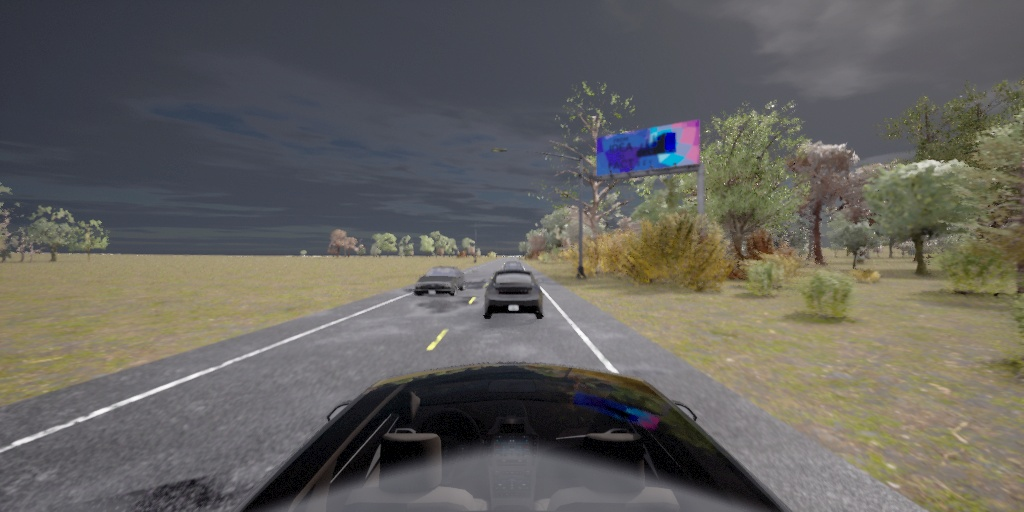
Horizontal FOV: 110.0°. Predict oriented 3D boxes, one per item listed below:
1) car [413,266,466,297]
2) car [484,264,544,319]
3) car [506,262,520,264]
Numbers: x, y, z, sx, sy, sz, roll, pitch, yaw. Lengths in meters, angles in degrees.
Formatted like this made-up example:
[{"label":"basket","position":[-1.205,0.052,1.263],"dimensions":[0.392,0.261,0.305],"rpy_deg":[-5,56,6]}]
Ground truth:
[{"label":"car","position":[-3.542,1.246,18.662],"dimensions":[2.033,1.411,5.357],"rpy_deg":[0,0,0]},{"label":"car","position":[0.066,1.223,12.749],"dimensions":[1.837,1.490,4.892],"rpy_deg":[0,1,0]},{"label":"car","position":[0.092,1.205,31.776],"dimensions":[2.033,1.411,5.357],"rpy_deg":[0,0,0]}]
